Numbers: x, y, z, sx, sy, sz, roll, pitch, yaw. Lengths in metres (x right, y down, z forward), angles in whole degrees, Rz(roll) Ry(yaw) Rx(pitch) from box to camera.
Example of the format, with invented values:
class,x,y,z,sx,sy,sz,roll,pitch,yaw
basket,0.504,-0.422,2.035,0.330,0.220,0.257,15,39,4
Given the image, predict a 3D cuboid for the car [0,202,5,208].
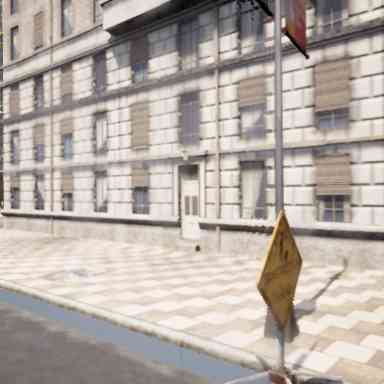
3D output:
class,x,y,z,sx,sy,sz,roll,pitch,yaw
car,-34.741,2.183,57.374,1.895,1.301,4.718,-1,0,28
